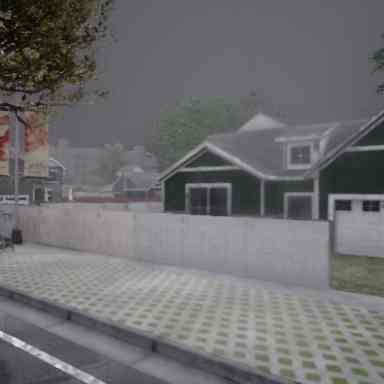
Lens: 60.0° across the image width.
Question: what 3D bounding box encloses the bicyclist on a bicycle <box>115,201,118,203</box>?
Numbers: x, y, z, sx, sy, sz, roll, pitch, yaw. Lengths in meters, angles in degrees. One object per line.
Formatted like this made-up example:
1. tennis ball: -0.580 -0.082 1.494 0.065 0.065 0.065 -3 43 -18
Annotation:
1. bicyclist on a bicycle: -6.278 1.622 28.189 1.656 1.620 0.582 0 -1 34
